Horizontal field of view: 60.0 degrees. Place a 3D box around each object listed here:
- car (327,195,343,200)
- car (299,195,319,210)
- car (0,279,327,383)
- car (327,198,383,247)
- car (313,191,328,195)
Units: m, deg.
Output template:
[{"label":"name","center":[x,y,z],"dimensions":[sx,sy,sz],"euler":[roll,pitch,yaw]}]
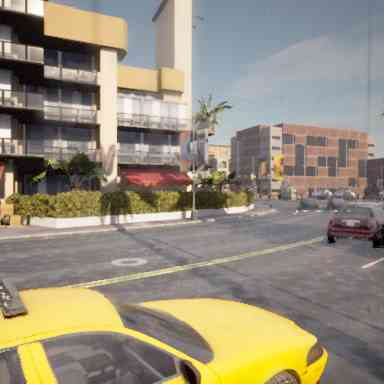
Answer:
[{"label":"car","center":[18.478,1.506,42.234],"dimensions":[1.812,1.442,4.674],"euler":[0,0,10]},{"label":"car","center":[15.038,1.489,42.859],"dimensions":[1.837,1.490,4.892],"euler":[0,0,10]},{"label":"car","center":[-1.061,1.453,2.553],"dimensions":[5.366,1.575,1.801],"euler":[0,0,-36]},{"label":"car","center":[7.964,1.343,15.297],"dimensions":[2.097,1.767,4.553],"euler":[0,0,42]},{"label":"car","center":[34.339,1.210,86.109],"dimensions":[2.185,1.767,4.553],"euler":[0,0,-24]}]
